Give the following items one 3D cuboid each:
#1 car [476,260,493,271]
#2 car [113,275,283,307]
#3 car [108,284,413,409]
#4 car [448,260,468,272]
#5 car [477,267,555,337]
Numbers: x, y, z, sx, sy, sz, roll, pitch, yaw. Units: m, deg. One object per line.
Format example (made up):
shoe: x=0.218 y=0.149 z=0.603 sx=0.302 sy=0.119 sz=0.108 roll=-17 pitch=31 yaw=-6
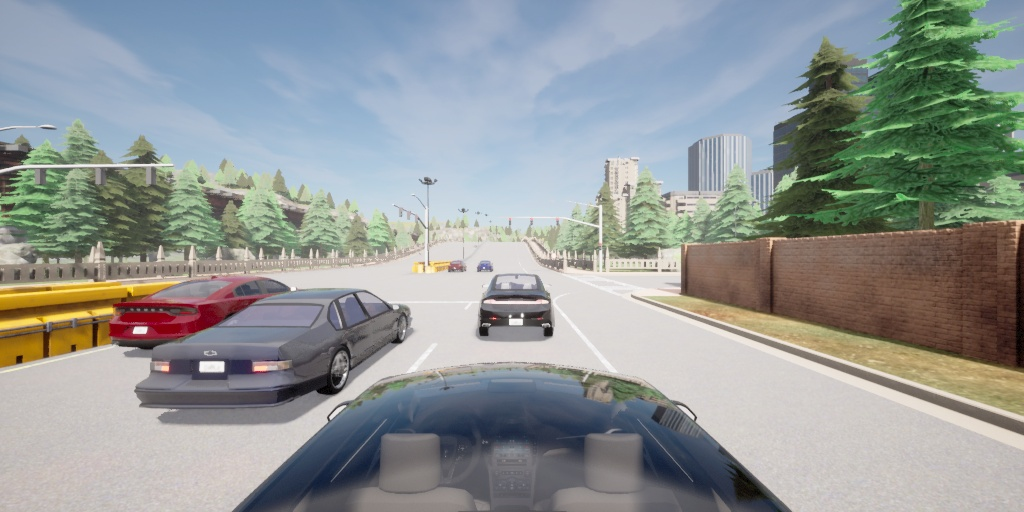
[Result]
car: x=-3.384 y=1.276 z=45.724 sx=1.812 sy=1.442 sz=4.674 roll=0 pitch=0 yaw=0
car: x=-6.897 y=1.228 z=9.129 sx=1.882 sy=1.535 sz=5.008 roll=0 pitch=0 yaw=0
car: x=-3.397 y=1.297 z=6.565 sx=2.033 sy=1.411 sz=5.357 roll=0 pitch=0 yaw=0
car: x=-6.879 y=1.276 z=45.327 sx=1.812 sy=1.442 sz=4.674 roll=0 pitch=0 yaw=0
car: x=0.132 y=1.242 z=10.310 sx=2.128 sy=1.511 sz=4.902 roll=0 pitch=0 yaw=1
